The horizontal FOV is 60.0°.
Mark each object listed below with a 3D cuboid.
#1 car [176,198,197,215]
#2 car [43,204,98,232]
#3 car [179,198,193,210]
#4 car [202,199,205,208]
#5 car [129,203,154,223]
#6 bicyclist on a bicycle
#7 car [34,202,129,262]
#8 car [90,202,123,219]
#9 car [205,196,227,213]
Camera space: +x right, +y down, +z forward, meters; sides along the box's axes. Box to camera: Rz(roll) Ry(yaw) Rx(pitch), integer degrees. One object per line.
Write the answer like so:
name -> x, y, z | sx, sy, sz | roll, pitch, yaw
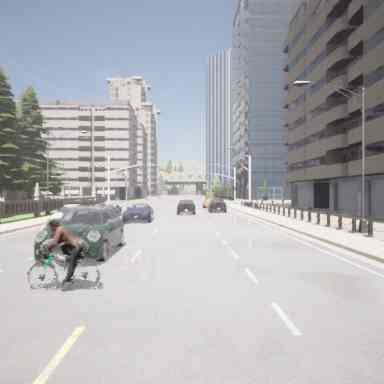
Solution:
car -> -0.601, 1.505, 34.364 | 1.837, 1.490, 4.892 | 0, 0, -1
car -> -7.461, 1.526, 20.947 | 1.812, 1.442, 4.674 | 0, 0, -1
car -> -0.804, 1.526, 43.611 | 1.812, 1.442, 4.674 | 0, 0, -1
car -> 2.591, 1.352, 46.777 | 2.097, 1.767, 4.553 | 0, 0, -1
car -> -4.013, 1.564, 25.513 | 1.994, 1.385, 4.181 | 0, 0, -1
bicyclist on a bicycle -> -2.956, 1.455, 7.606 | 1.656, 1.620, 0.582 | -2, 0, -1
car -> -3.823, 1.353, 12.009 | 2.097, 1.767, 4.553 | 0, 0, -1
car -> -7.672, 1.601, 30.283 | 1.895, 1.301, 4.718 | 0, 0, -1
car -> 2.809, 1.505, 37.643 | 1.837, 1.490, 4.892 | 0, 0, -1
